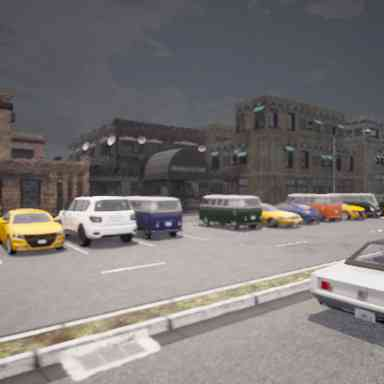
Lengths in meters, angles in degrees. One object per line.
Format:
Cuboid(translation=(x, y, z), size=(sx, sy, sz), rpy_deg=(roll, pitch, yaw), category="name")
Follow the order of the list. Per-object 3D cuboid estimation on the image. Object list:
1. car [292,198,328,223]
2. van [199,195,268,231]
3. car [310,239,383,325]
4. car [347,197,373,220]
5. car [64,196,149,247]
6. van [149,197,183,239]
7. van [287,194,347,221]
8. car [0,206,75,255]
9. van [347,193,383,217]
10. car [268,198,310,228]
Cuboid(translation=(6.711, 1.425, 23.399), size=(2.002, 1.452, 4.674), rpy_deg=(0, 0, -36), category="car")
Cuboid(translation=(2.152, 1.187, 20.289), size=(1.878, 1.987, 4.442), rpy_deg=(0, 0, -36), category="van")
Cuboid(translation=(4.405, 1.549, 6.274), size=(4.718, 1.301, 1.895), rpy_deg=(0, 0, -35), category="car")
Cuboid(translation=(11.193, 1.360, 26.611), size=(2.097, 1.535, 5.008), rpy_deg=(0, 0, -36), category="car")
Cuboid(translation=(-4.527, 1.212, 15.409), size=(2.435, 2.045, 5.566), rpy_deg=(-1, 0, -36), category="car")
Cuboid(translation=(-2.333, 1.221, 17.084), size=(1.878, 1.987, 4.442), rpy_deg=(0, 0, -36), category="van")
Cuboid(translation=(8.884, 1.146, 25.098), size=(1.878, 1.987, 4.442), rpy_deg=(0, 0, -36), category="van")
Cuboid(translation=(-6.754, 1.482, 13.790), size=(2.097, 1.535, 5.008), rpy_deg=(-1, 0, -36), category="car")
Cuboid(translation=(13.507, 1.122, 28.115), size=(1.878, 1.987, 4.442), rpy_deg=(0, 0, -36), category="van")
Cuboid(translation=(4.573, 1.396, 21.648), size=(1.946, 1.575, 5.366), rpy_deg=(0, 0, -36), category="car")
